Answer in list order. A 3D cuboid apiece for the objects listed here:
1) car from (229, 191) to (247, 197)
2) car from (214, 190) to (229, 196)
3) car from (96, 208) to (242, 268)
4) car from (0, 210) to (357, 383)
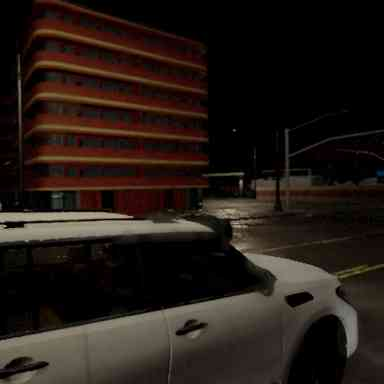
[{"bbox_3d":[12.166,0.478,85.620,3.806,1.475,1.970,-2,1,-35],"label":"car"},{"bbox_3d":[8.200,0.336,89.847,4.611,1.667,2.242,-2,1,-35],"label":"car"},{"bbox_3d":[-0.715,1.454,12.050,4.902,1.511,2.128,0,0,-35],"label":"car"},{"bbox_3d":[-0.693,1.207,3.244,5.566,2.045,2.150,0,0,-35],"label":"car"}]
